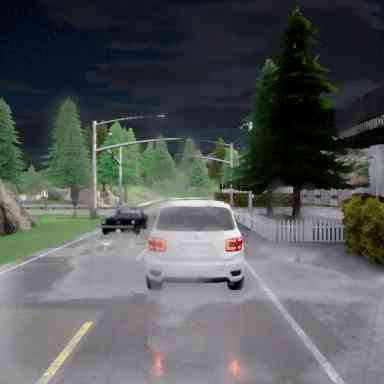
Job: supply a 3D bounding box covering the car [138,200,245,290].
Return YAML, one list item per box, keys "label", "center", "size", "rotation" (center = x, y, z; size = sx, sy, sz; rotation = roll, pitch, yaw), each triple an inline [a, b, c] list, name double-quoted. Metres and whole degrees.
- label: "car"
  center: [0.064, 1.221, 9.214]
  size: [2.150, 2.045, 5.566]
  rotation: [0, 0, 0]

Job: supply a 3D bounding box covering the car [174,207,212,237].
- label: "car"
  center: [0.018, 1.601, 18.977]
  size: [1.895, 1.301, 4.718]
  rotation: [0, 0, 0]

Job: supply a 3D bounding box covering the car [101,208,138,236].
- label: "car"
  center: [-3.628, 1.601, 18.608]
  size: [1.895, 1.301, 4.718]
  rotation: [0, 0, 0]
